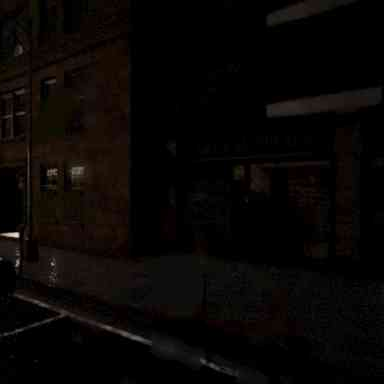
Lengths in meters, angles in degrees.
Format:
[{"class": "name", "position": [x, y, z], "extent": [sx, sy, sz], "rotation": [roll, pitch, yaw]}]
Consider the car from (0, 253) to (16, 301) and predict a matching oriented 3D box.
[{"class": "car", "position": [-5.353, 1.532, 6.892], "extent": [4.403, 1.369, 2.008], "rotation": [0, 0, 35]}]
